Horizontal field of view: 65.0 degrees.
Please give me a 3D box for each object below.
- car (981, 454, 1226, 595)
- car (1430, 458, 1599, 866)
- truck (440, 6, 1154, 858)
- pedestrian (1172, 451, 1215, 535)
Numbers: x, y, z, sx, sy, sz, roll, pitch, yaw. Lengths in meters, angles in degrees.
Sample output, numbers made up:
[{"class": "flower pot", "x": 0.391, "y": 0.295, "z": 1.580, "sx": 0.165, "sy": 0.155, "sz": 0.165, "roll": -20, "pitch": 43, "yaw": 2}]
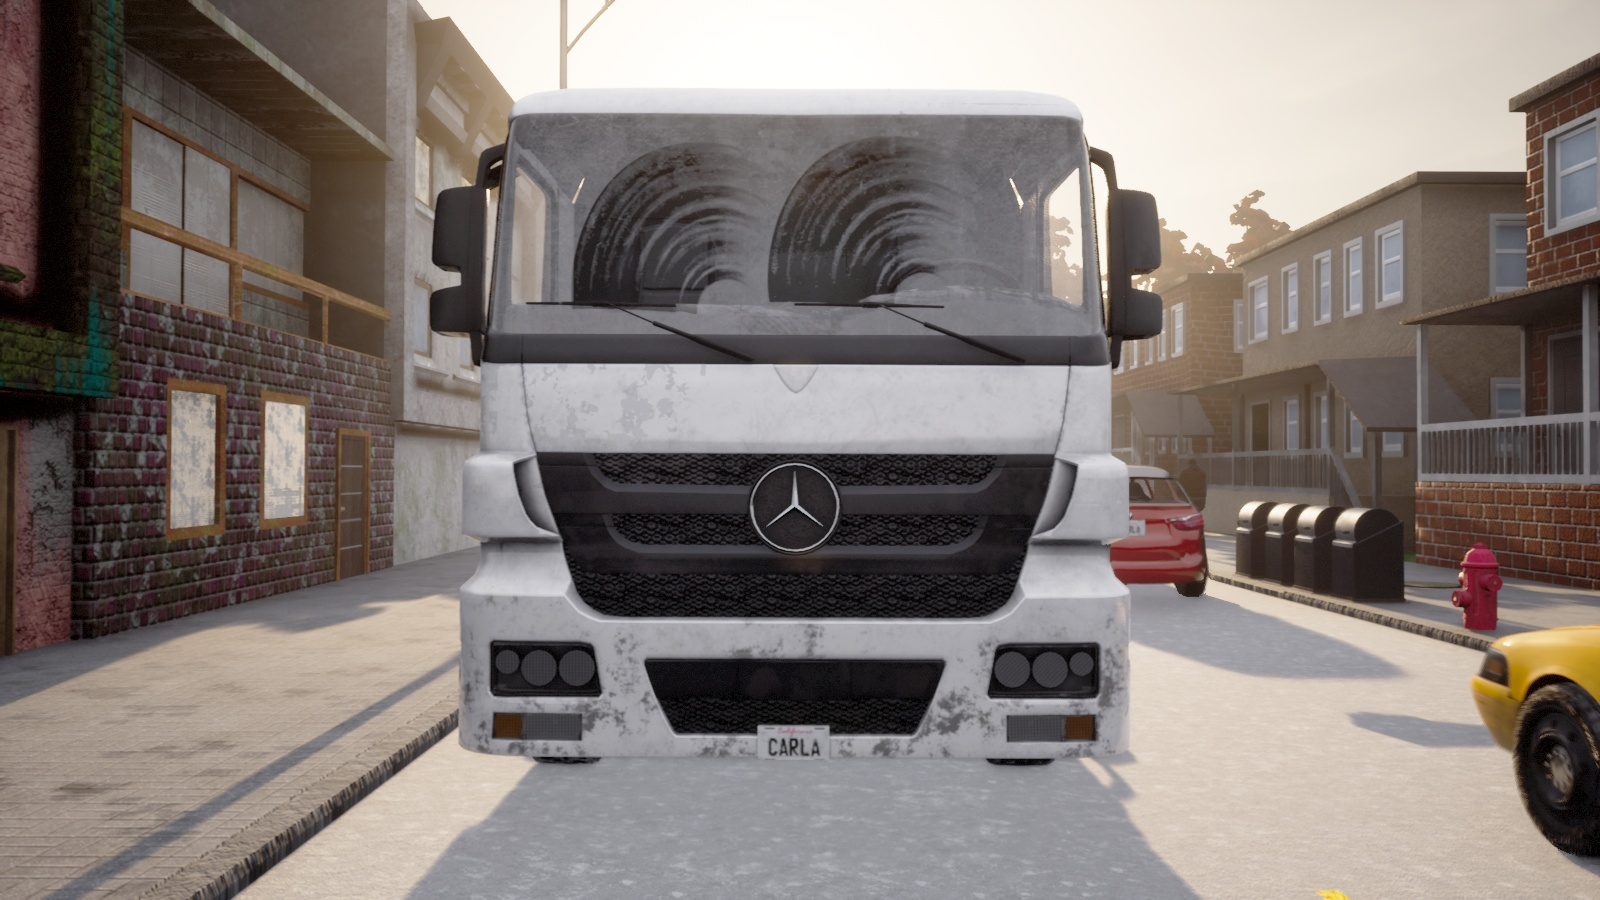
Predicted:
[{"class": "car", "x": 3.958, "y": 0.926, "z": 17.316, "sx": 2.242, "sy": 1.667, "sz": 4.611, "roll": 0, "pitch": -1, "yaw": 0}, {"class": "car", "x": 3.991, "y": 0.794, "z": 3.452, "sx": 1.801, "sy": 1.575, "sz": 5.366, "roll": 0, "pitch": -1, "yaw": 0}, {"class": "truck", "x": -0.025, "y": -0.019, "z": 9.087, "sx": 2.891, "sy": 3.462, "sz": 7.936, "roll": 0, "pitch": -1, "yaw": 0}, {"class": "pedestrian", "x": 8.757, "y": 0.947, "z": 27.986, "sx": 0.634, "sy": 1.844, "sz": 0.899, "roll": 0, "pitch": -1, "yaw": -1}]
